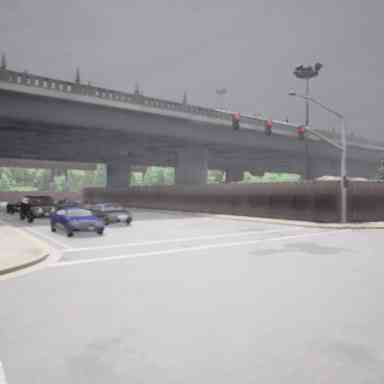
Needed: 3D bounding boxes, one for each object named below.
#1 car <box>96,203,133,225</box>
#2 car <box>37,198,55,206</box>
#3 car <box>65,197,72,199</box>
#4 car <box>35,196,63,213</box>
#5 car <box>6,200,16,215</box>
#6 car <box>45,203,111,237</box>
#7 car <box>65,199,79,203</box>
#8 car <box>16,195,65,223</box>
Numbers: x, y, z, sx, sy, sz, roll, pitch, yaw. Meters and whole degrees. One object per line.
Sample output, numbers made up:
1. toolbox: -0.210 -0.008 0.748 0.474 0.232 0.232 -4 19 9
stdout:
1. car: -5.938 1.565 23.843 2.128 1.511 4.902 0 0 -36
2. car: -24.912 1.703 56.672 1.895 1.301 4.718 0 0 -36
3. car: -22.218 1.659 58.922 2.033 1.411 5.357 0 0 -36
4. car: -16.887 1.436 39.151 2.097 1.767 4.553 0 0 -35
5. car: -18.284 1.566 35.077 2.128 1.511 4.902 0 0 -36
6. car: -6.531 1.590 18.701 1.812 1.442 4.674 0 0 -38
7. car: -11.125 1.643 31.085 1.994 1.385 4.181 0 0 -36
8. car: -12.201 1.290 26.573 2.150 2.045 5.566 0 0 -36
